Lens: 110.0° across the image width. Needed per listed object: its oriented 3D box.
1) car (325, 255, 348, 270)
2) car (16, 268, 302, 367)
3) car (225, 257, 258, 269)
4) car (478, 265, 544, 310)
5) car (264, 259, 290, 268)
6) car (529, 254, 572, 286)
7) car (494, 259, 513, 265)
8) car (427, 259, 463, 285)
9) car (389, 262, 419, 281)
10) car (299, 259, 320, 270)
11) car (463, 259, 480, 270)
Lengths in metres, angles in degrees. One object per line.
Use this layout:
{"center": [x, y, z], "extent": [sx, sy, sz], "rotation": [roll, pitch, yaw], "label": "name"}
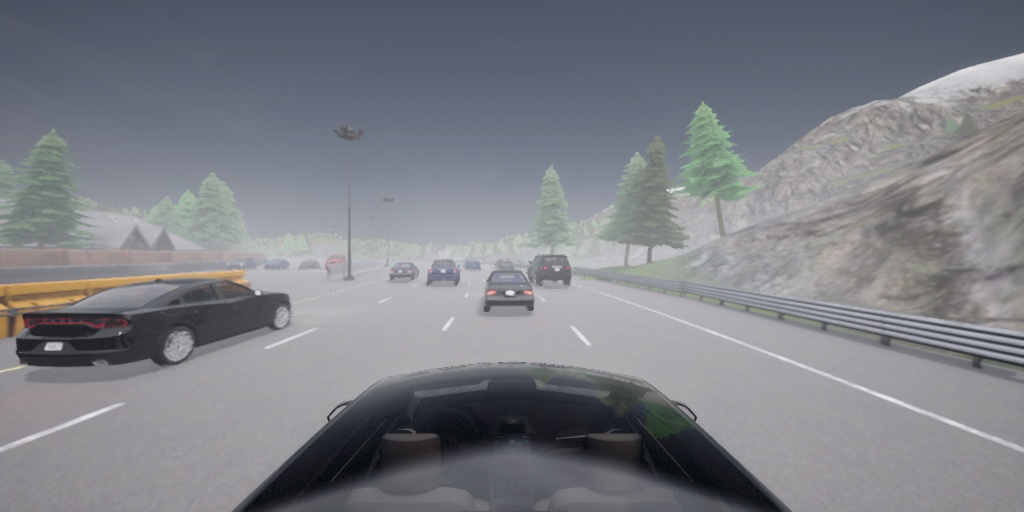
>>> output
{"center": [-24.250, 0.820, 49.749], "extent": [2.150, 2.045, 5.566], "rotation": [0, 0, -16], "label": "car"}
{"center": [-7.006, 1.208, 7.921], "extent": [1.882, 1.535, 5.008], "rotation": [0, 0, -1], "label": "car"}
{"center": [-33.797, 0.966, 44.881], "extent": [2.097, 1.767, 4.553], "rotation": [0, 0, -15], "label": "car"}
{"center": [-0.209, 1.260, 14.355], "extent": [2.033, 1.411, 5.357], "rotation": [0, 0, -3], "label": "car"}
{"center": [-30.779, 1.086, 47.064], "extent": [1.882, 1.535, 5.008], "rotation": [0, 0, -16], "label": "car"}
{"center": [2.458, 0.906, 24.653], "extent": [2.150, 2.045, 5.566], "rotation": [0, 0, -7], "label": "car"}
{"center": [-1.109, 1.112, 45.397], "extent": [2.128, 1.511, 4.902], "rotation": [0, 0, -13], "label": "car"}
{"center": [-4.769, 1.030, 25.555], "extent": [2.097, 1.767, 4.553], "rotation": [0, 0, -7], "label": "car"}
{"center": [-8.750, 1.214, 29.354], "extent": [2.033, 1.411, 5.357], "rotation": [0, 0, -9], "label": "car"}
{"center": [-27.874, 1.127, 49.579], "extent": [1.812, 1.442, 4.674], "rotation": [0, 0, -16], "label": "car"}
{"center": [-5.597, 1.086, 48.949], "extent": [1.882, 1.535, 5.008], "rotation": [0, 0, -15], "label": "car"}
